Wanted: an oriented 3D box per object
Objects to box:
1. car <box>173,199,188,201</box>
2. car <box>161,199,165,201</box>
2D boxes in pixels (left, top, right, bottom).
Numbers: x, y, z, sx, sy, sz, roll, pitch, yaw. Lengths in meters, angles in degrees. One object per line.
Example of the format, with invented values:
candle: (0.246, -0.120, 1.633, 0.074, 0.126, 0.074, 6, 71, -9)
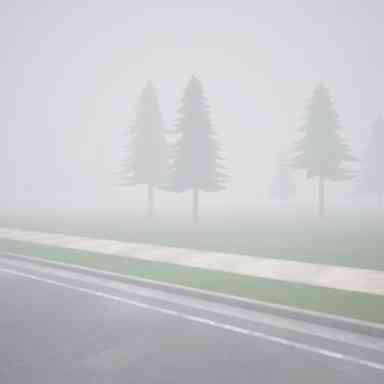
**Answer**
car: (-1.723, 1.563, 67.882, 2.033, 1.411, 5.357, -1, 0, 36)
car: (-4.795, 1.653, 69.605, 2.128, 1.511, 4.902, -1, 0, 36)
